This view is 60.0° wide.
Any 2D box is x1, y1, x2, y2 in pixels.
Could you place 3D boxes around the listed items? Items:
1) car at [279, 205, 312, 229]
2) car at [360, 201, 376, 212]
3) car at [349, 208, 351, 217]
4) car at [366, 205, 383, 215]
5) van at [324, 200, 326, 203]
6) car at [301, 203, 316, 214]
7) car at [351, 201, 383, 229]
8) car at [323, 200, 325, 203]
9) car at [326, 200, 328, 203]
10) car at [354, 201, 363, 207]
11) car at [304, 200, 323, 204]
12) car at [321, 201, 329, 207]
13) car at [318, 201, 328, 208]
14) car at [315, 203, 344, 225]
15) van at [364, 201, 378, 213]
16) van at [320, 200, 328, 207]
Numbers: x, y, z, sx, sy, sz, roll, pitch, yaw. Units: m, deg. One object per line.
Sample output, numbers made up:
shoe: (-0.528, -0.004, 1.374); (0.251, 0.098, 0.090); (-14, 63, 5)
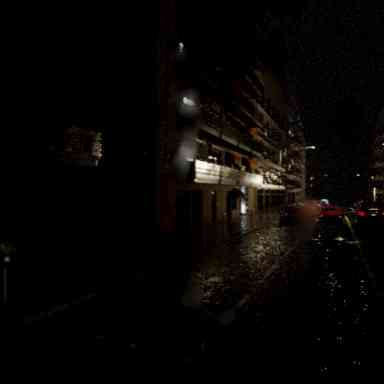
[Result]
car: (7.753, 1.943, 25.331); (1.887, 1.381, 4.507); (0, -1, 24)
car: (30.833, 2.466, 58.392); (2.192, 1.841, 5.009); (0, -1, 24)
car: (19.226, 2.299, 38.140); (1.994, 1.385, 4.181); (1, -1, 24)
car: (26.288, 2.544, 48.012); (1.802, 1.307, 4.206); (0, -1, 24)
van: (21.354, 2.304, 56.390); (1.690, 1.788, 3.998); (0, -1, 24)
car: (10.020, 2.037, 30.507); (1.887, 1.381, 4.507); (0, -1, 24)
car: (13.890, 1.737, 25.883); (2.150, 2.045, 5.566); (1, 0, 24)
car: (19.018, 2.391, 51.055); (1.752, 1.417, 4.829); (0, -1, 24)
car: (25.887, 2.591, 66.740); (1.967, 1.590, 4.097); (0, -1, 24)
car: (42.193, 3.063, 84.330); (1.967, 1.590, 4.097); (0, -1, 24)
car: (14.554, 1.996, 40.862); (2.192, 1.841, 5.009); (0, -1, 24)
car: (34.953, 3.093, 87.442); (1.947, 1.339, 4.313); (0, -1, 24)
car: (30.420, 2.890, 77.090); (2.008, 1.369, 4.403); (0, -1, 24)
car: (12.356, 2.002, 29.587); (1.882, 1.535, 5.008); (1, -1, 24)
van: (28.561, 2.398, 53.204); (1.690, 1.788, 3.998); (0, -1, 24)
van: (32.688, 2.774, 82.269); (1.690, 1.788, 3.998); (0, -1, 24)
